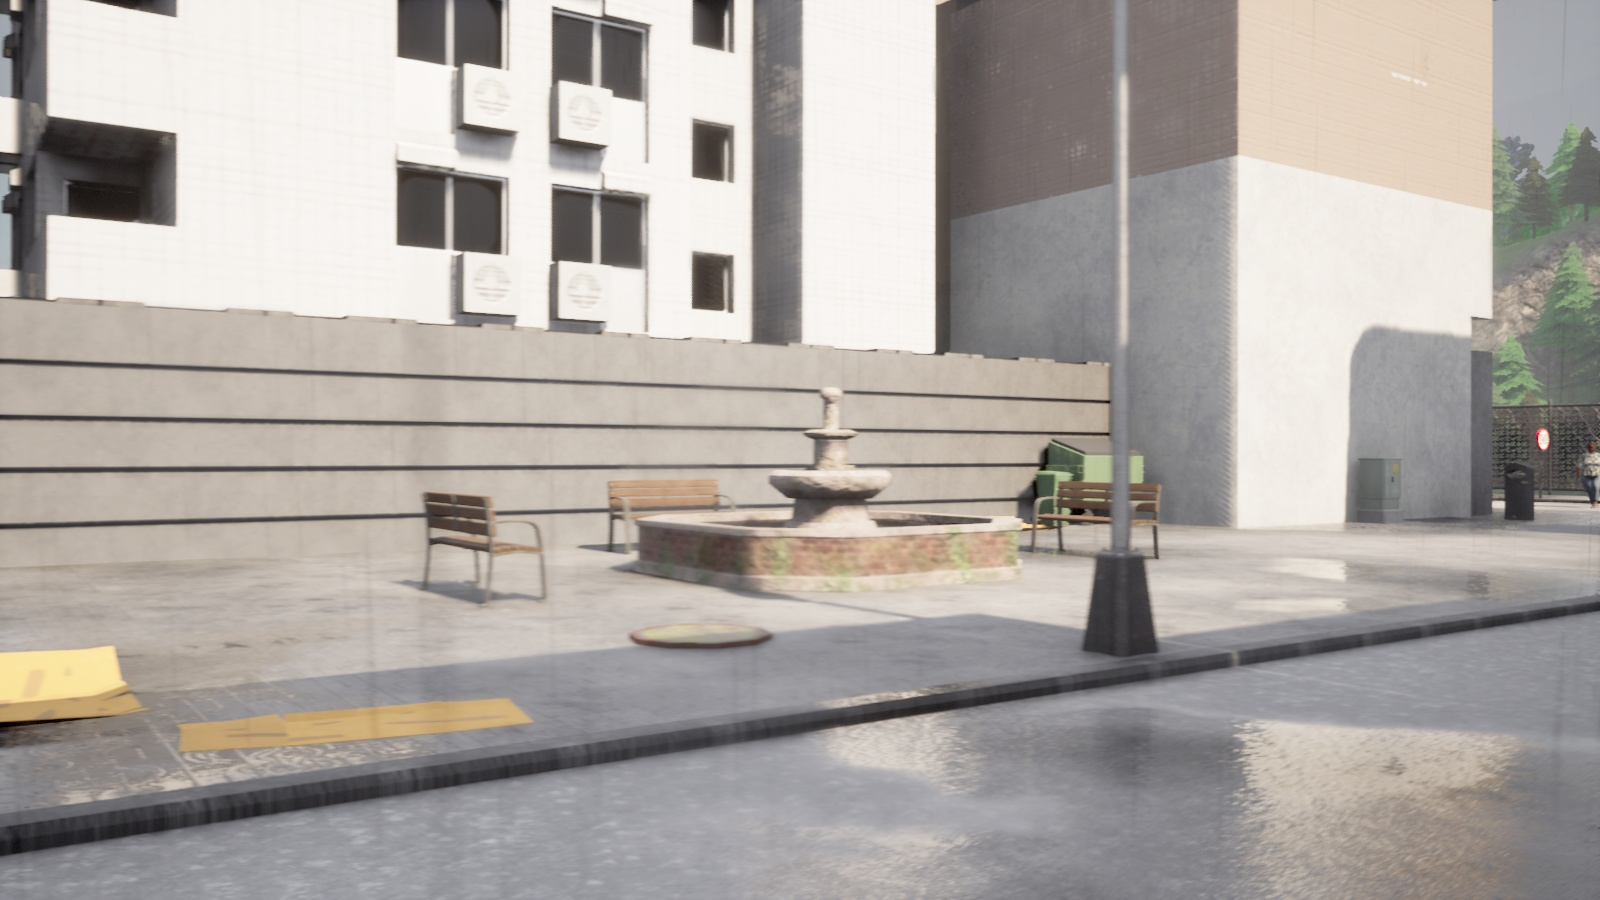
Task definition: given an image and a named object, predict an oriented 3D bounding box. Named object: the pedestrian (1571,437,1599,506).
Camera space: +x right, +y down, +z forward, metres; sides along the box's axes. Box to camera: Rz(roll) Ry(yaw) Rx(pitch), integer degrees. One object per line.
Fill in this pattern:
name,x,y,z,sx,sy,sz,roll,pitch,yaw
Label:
pedestrian,21.848,0.587,34.642,0.874,1.855,0.900,0,0,40
